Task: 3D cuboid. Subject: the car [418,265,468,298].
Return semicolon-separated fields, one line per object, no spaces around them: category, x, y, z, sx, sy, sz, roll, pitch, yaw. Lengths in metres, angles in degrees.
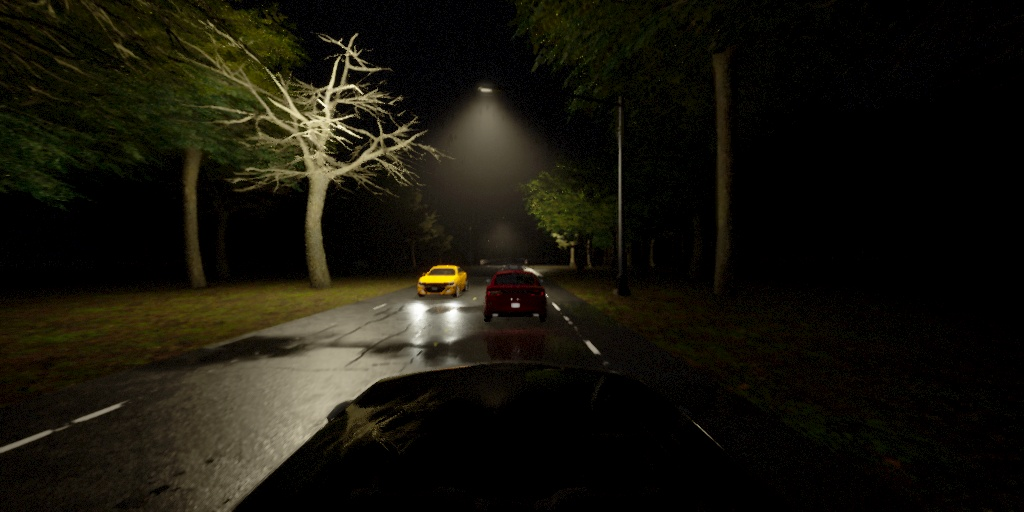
car;-3.519;1.252;18.891;1.882;1.535;5.008;0;0;1

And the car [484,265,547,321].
car;0.101;1.238;12.551;1.882;1.535;5.008;0;0;0
